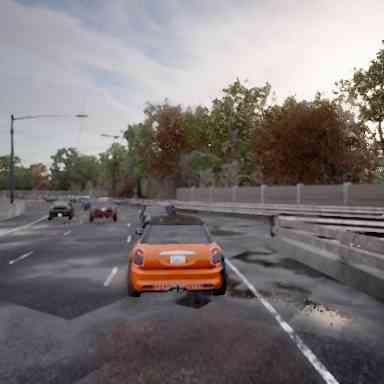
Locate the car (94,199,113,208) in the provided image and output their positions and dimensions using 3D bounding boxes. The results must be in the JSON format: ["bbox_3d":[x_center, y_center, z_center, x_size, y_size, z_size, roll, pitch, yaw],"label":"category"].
[{"bbox_3d":[-14.594,1.789,54.471,1.994,1.385,4.181,0,0,-31],"label":"car"}]

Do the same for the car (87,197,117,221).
[{"bbox_3d":[-7.579,1.468,28.448,2.097,1.767,4.553,0,0,-15],"label":"car"}]

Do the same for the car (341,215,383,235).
[{"bbox_3d":[9.165,1.591,14.652,2.128,1.511,4.902,0,-1,-42],"label":"car"}]

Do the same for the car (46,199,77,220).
[{"bbox_3d":[-11.542,1.628,29.610,1.837,1.490,4.892,0,0,-16],"label":"car"}]

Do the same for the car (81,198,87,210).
[{"bbox_3d":[-14.103,1.540,46.015,2.097,1.767,4.553,0,0,-25],"label":"car"}]

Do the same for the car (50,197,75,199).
[{"bbox_3d":[-18.088,1.683,46.256,2.128,1.511,4.902,0,0,-26],"label":"car"}]

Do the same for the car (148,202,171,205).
[{"bbox_3d":[-2.583,1.638,22.789,2.033,1.411,5.357,0,0,-12],"label":"car"}]

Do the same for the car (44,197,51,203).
[{"bbox_3d":[-33.920,1.857,80.103,4.674,1.442,1.812,0,0,42],"label":"car"}]

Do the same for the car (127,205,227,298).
[{"bbox_3d":[-0.446,1.388,8.820,2.097,1.767,4.553,0,0,-4],"label":"car"}]
